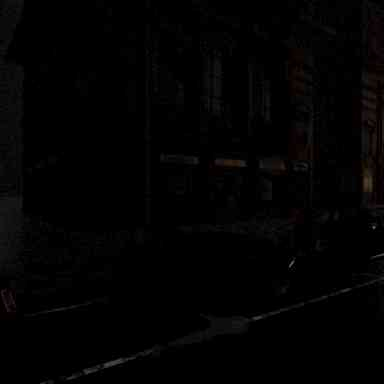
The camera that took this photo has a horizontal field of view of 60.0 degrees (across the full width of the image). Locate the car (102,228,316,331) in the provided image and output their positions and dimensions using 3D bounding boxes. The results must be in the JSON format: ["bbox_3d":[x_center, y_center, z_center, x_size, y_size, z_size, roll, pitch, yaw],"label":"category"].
[{"bbox_3d":[0.355,1.566,6.896,4.313,1.339,1.947,0,0,-35],"label":"car"}]

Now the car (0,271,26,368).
[{"bbox_3d":[-4.207,1.440,3.646,4.097,1.590,1.967,0,0,-35],"label":"car"}]

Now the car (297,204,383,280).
[{"bbox_3d":[4.919,1.316,10.146,5.009,1.841,2.192,0,0,-35],"label":"car"}]
